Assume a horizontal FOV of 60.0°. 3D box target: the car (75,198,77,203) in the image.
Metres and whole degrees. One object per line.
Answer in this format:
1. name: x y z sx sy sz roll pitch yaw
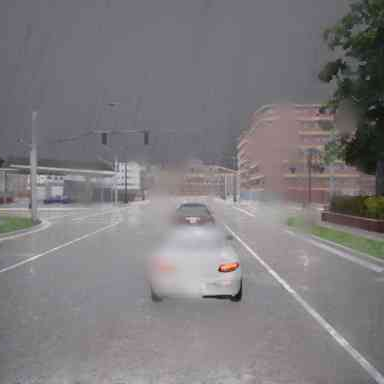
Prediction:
1. car: -24.167 1.454 63.639 3.806 1.475 1.970 0 0 1

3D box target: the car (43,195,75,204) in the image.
1. car: -23.437 1.293 57.889 4.611 1.667 2.242 0 0 1

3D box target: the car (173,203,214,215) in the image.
1. car: 0.064 1.352 17.181 2.097 1.767 4.553 0 0 0

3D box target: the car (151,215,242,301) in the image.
1. car: 0.087 1.525 8.188 1.812 1.442 4.674 0 0 0
